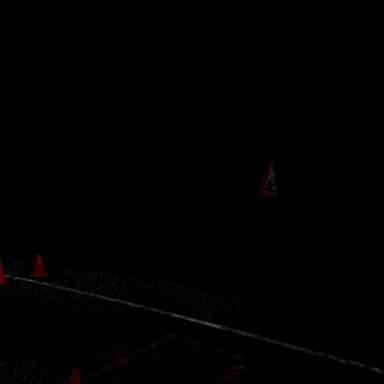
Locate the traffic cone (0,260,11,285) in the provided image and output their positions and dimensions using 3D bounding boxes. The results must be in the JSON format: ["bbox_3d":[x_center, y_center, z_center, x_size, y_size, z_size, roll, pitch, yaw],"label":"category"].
[{"bbox_3d":[-4.770,1.981,8.285,0.340,0.580,0.340,0,0,37],"label":"traffic cone"}]
